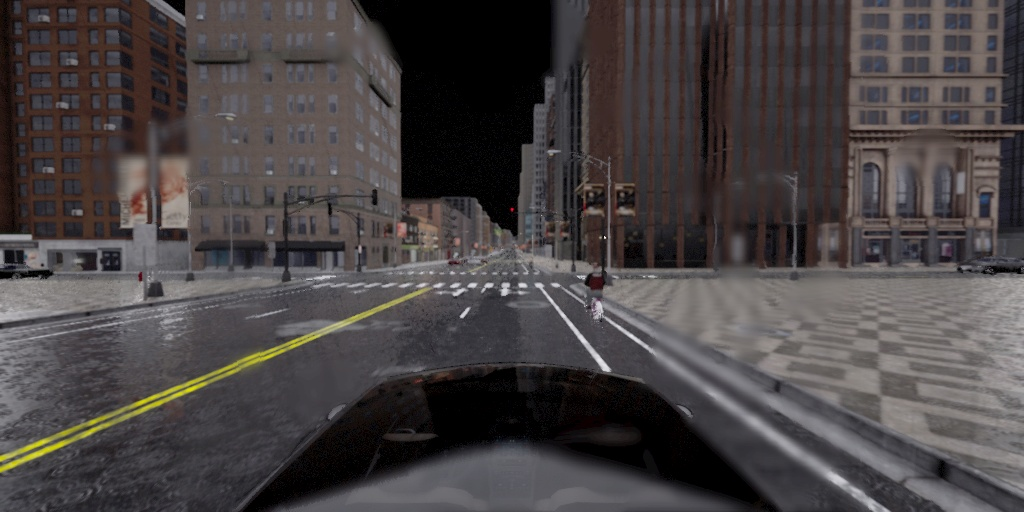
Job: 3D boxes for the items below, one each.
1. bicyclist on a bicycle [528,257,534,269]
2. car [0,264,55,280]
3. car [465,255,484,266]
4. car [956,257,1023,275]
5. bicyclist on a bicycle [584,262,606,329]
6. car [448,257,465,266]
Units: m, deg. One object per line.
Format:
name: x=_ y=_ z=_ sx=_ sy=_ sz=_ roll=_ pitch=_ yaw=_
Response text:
bicyclist on a bicycle: x=2.564 y=0.893 z=47.503 sx=0.866 sy=1.612 sz=1.509 roll=0 pitch=0 yaw=-1
car: x=-40.380 y=1.315 z=29.033 sx=4.718 sy=1.301 sz=1.895 roll=0 pitch=1 yaw=1
car: x=-6.326 y=0.975 z=60.563 sx=1.895 sy=1.301 sz=4.718 roll=0 pitch=0 yaw=1
car: x=41.177 y=0.847 z=30.697 sx=4.902 sy=1.511 sz=2.128 roll=0 pitch=1 yaw=0
bicyclist on a bicycle: x=2.302 y=1.062 z=10.079 sx=0.659 sy=1.776 sz=1.843 roll=0 pitch=0 yaw=0
car: x=-9.571 y=0.975 z=60.534 sx=1.895 sy=1.301 sz=4.718 roll=0 pitch=0 yaw=1
